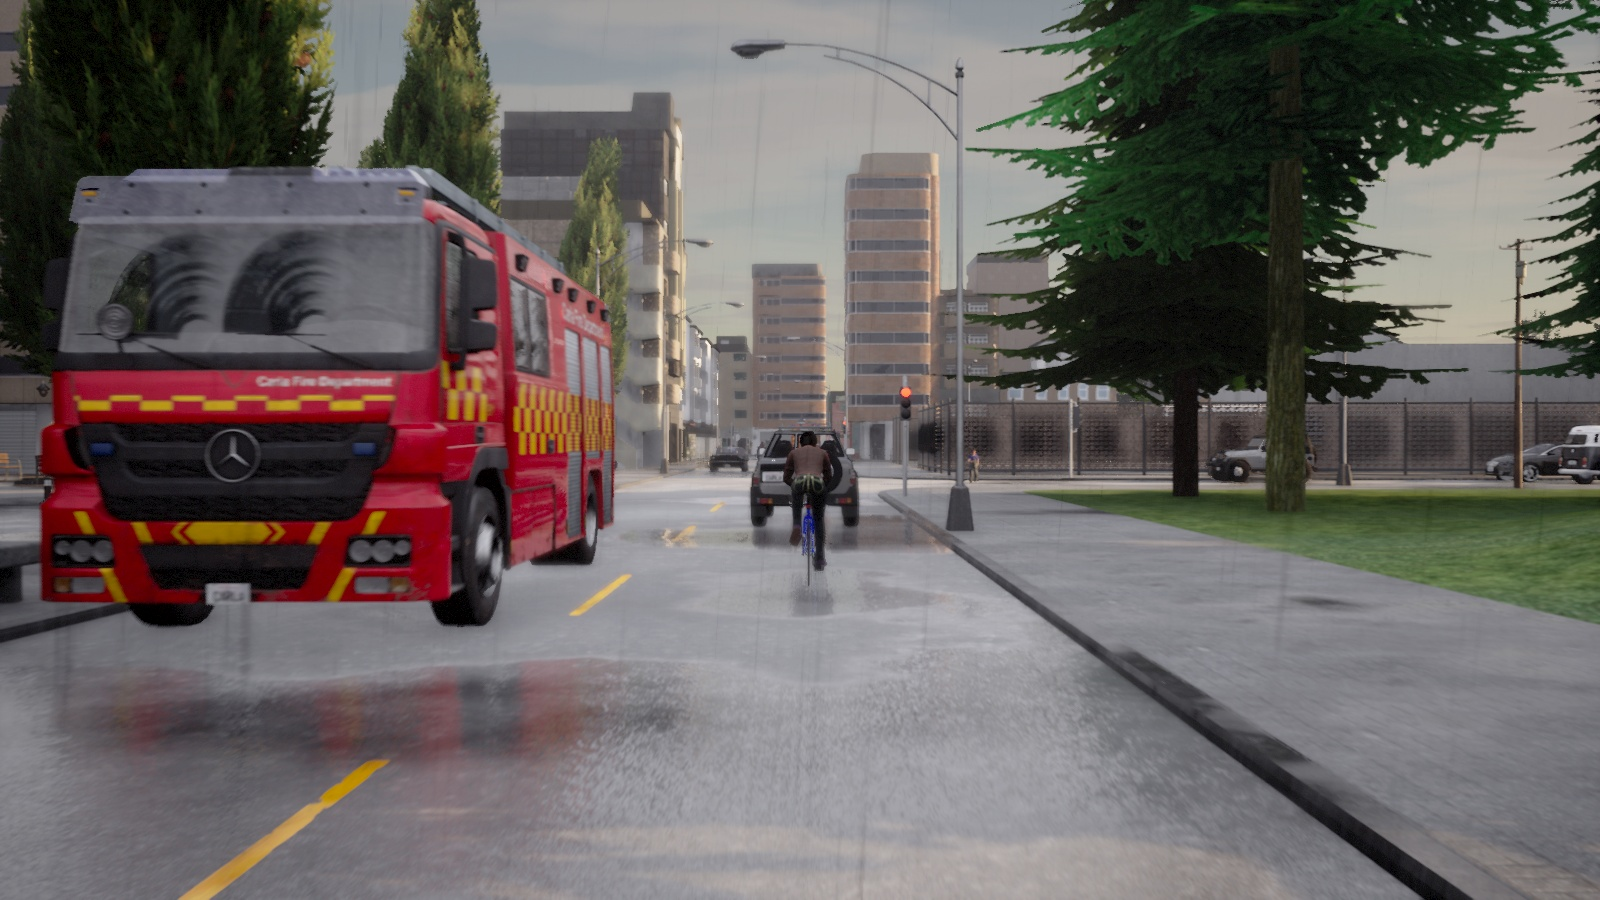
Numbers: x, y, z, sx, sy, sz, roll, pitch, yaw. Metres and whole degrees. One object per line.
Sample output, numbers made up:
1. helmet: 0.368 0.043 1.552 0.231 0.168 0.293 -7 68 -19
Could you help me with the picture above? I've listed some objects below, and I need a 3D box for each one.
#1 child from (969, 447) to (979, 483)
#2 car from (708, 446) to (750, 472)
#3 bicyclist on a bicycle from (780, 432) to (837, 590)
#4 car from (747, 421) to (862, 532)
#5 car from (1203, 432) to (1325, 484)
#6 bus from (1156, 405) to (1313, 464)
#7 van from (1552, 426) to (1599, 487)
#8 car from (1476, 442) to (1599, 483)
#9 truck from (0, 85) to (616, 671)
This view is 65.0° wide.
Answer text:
1. child: 6.149 0.532 44.354 0.270 1.263 0.437 0 0 0
2. car: -3.682 0.473 65.839 1.895 1.301 4.718 0 0 0
3. bicyclist on a bicycle: 0.093 0.622 13.709 0.582 1.620 1.656 0 0 0
4. car: 0.121 0.431 23.453 1.932 1.855 4.605 0 0 1
5. car: 17.368 0.292 47.136 3.866 1.878 1.905 0 0 0
6. bus: 31.859 -1.125 92.484 10.273 4.253 3.944 0 0 4
7. van: 28.678 0.246 43.058 4.480 2.038 2.069 1 0 0
8. car: 28.375 0.460 47.063 4.902 1.511 2.128 0 0 0
9. truck: -3.911 -0.491 12.444 2.891 3.827 8.468 0 0 0
